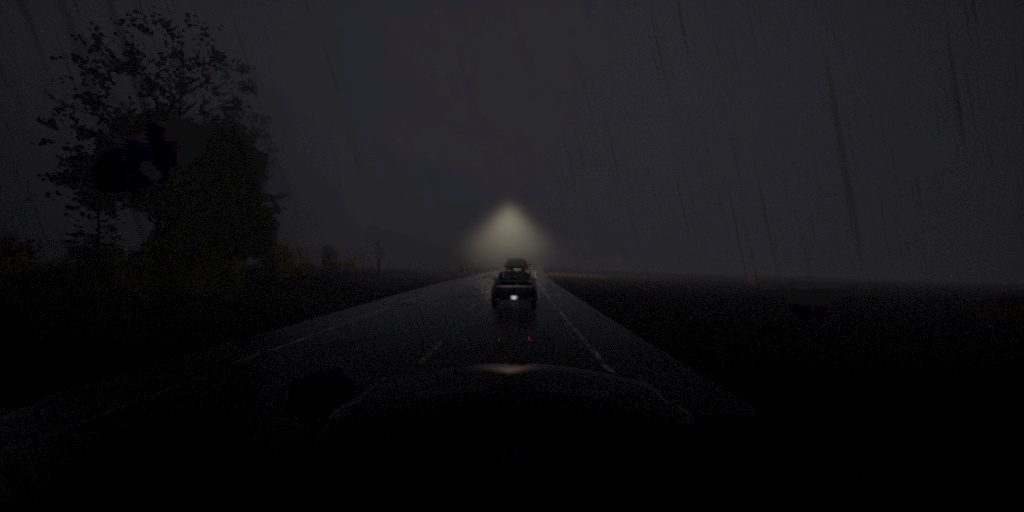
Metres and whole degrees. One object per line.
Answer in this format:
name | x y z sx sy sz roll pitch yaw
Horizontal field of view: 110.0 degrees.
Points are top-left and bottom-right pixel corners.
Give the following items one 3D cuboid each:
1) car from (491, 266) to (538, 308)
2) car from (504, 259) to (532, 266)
car | 0.127 1.397 16.071 2.128 1.511 4.902 0 -1 1
car | 0.518 1.304 30.758 2.150 2.045 5.566 0 -1 2
